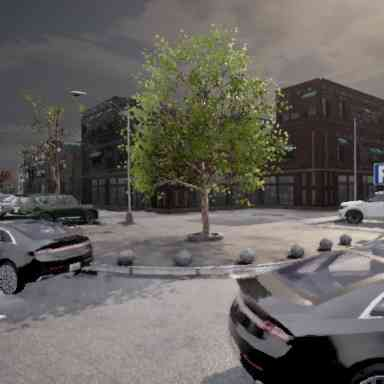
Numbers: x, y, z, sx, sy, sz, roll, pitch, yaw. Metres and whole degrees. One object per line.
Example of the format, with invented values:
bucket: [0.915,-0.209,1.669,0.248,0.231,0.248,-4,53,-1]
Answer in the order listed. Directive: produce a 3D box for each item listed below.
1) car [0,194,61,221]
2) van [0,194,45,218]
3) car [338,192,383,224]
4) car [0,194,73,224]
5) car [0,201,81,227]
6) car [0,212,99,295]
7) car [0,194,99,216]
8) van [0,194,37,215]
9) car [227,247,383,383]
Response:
car: [-14.144,1.160,27.864,2.435,2.045,5.566,0,0,31]
van: [-15.947,1.188,30.287,1.878,1.987,4.442,0,0,31]
car: [12.057,0.956,20.557,5.566,2.045,2.435,-1,0,32]
car: [-12.276,1.157,25.569,2.435,2.045,5.566,0,0,31]
car: [-10.396,1.435,23.273,2.163,1.488,4.792,0,0,31]
car: [-4.744,1.457,8.531,4.902,1.511,2.128,0,1,28]
car: [-8.525,1.152,21.035,2.435,2.045,5.566,0,0,31]
van: [-17.815,1.191,32.582,1.878,1.987,4.442,0,0,31]
car: [2.877,1.452,3.921,4.902,1.511,2.128,0,1,-7]
